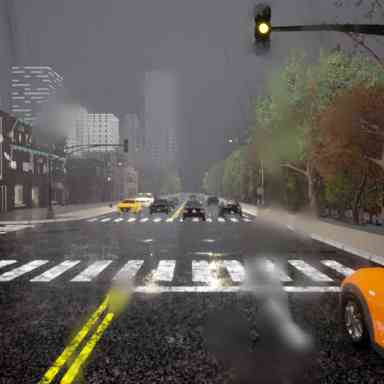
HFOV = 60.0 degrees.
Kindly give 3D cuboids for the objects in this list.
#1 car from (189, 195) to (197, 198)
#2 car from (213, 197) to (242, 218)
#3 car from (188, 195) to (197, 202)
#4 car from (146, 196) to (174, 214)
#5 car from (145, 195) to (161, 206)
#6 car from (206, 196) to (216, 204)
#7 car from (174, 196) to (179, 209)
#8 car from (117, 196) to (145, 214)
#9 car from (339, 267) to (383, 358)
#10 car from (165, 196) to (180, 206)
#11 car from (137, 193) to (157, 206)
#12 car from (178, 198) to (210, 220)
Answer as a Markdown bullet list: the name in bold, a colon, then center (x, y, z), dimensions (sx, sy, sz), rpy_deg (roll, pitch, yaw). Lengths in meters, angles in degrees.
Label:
- **car**: center (0.221, 1.581, 52.197), dimensions (1.895, 1.301, 4.718), rpy_deg (0, 0, 0)
- **car**: center (3.420, 1.482, 30.383), dimensions (2.128, 1.511, 4.902), rpy_deg (0, 0, 0)
- **car**: center (0.174, 1.447, 74.732), dimensions (1.882, 1.535, 5.008), rpy_deg (0, 0, 0)
- **car**: center (-3.263, 1.466, 34.925), dimensions (1.882, 1.535, 5.008), rpy_deg (0, 0, 0)
- **car**: center (-6.450, 1.332, 55.590), dimensions (2.097, 1.767, 4.553), rpy_deg (0, 0, 0)
- **car**: center (3.479, 1.457, 55.419), dimensions (1.882, 1.535, 5.008), rpy_deg (0, 0, 0)
- **car**: center (-3.233, 1.548, 44.935), dimensions (1.994, 1.385, 4.181), rpy_deg (0, 0, 0)
- **car**: center (-6.510, 1.466, 34.913), dimensions (1.882, 1.535, 5.008), rpy_deg (0, 0, 0)
- **car**: center (3.360, 1.351, 3.419), dimensions (2.097, 1.767, 4.553), rpy_deg (0, 0, 0)
- **car**: center (-3.201, 1.471, 55.114), dimensions (2.128, 1.511, 4.902), rpy_deg (0, 0, 0)
- **car**: center (-6.480, 1.206, 45.230), dimensions (2.150, 2.045, 5.566), rpy_deg (0, 0, 1)
- **car**: center (0.166, 1.539, 28.060), dimensions (2.033, 1.411, 5.357), rpy_deg (0, 0, 0)
